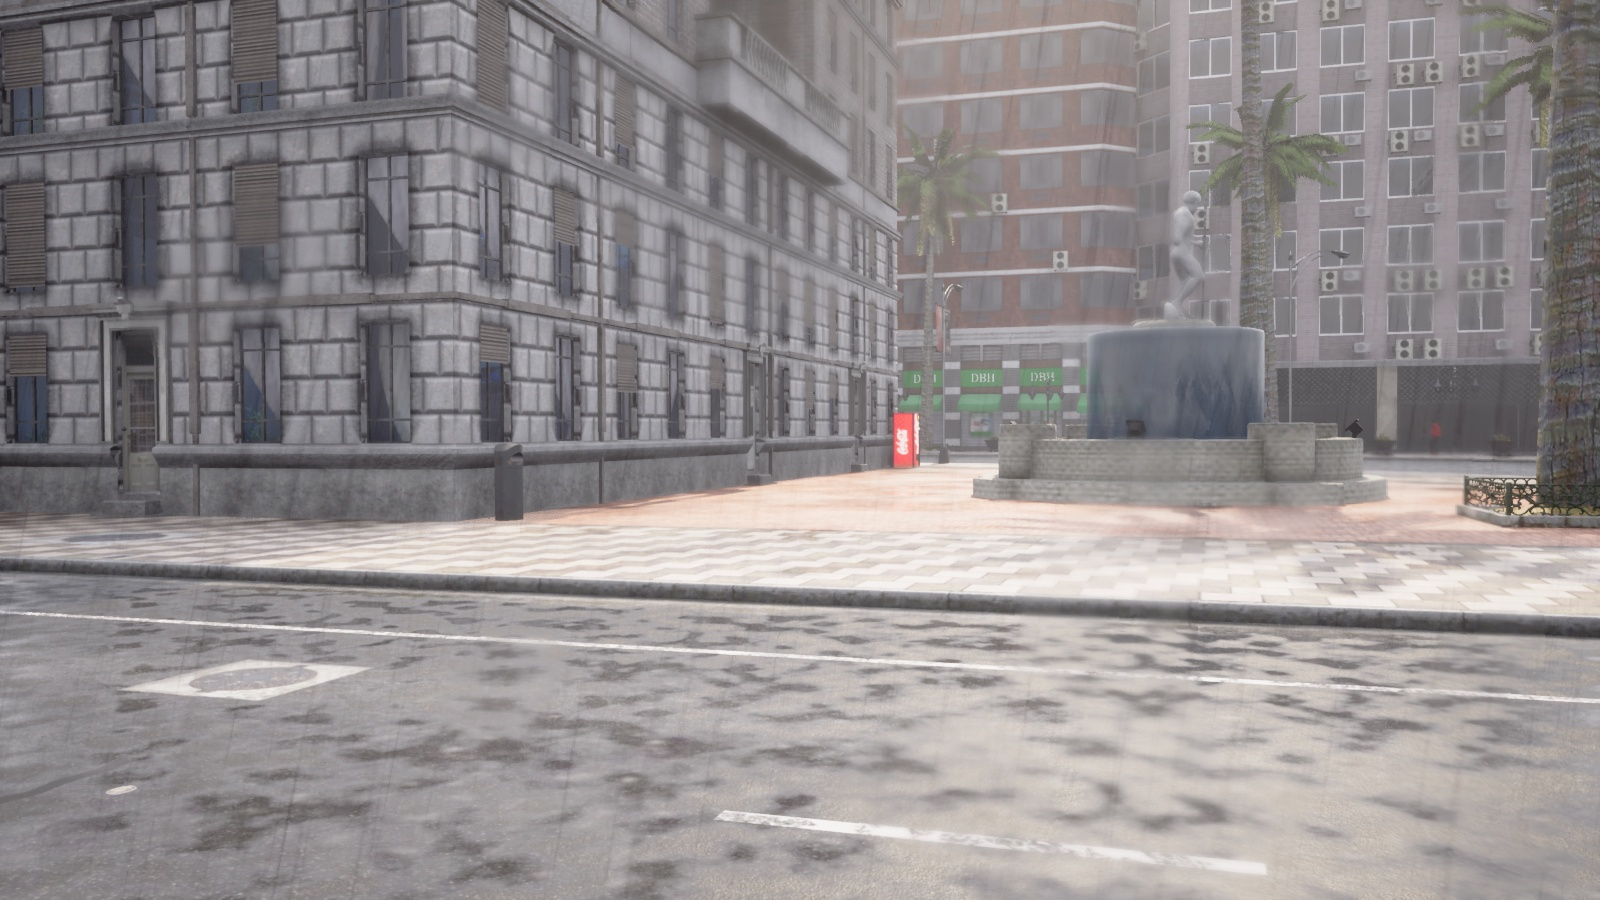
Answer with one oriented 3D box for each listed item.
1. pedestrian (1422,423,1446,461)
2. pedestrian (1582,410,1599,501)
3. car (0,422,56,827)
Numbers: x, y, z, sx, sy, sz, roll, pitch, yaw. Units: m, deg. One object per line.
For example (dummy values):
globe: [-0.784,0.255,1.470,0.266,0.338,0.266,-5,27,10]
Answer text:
pedestrian: [31.546,-0.398,62.451,0.899,1.844,0.634,1,1,43]
pedestrian: [17.380,0.112,27.249,0.423,1.949,0.788,0,1,10]
car: [-5.861,0.663,5.098,5.366,1.575,1.801,1,1,18]
